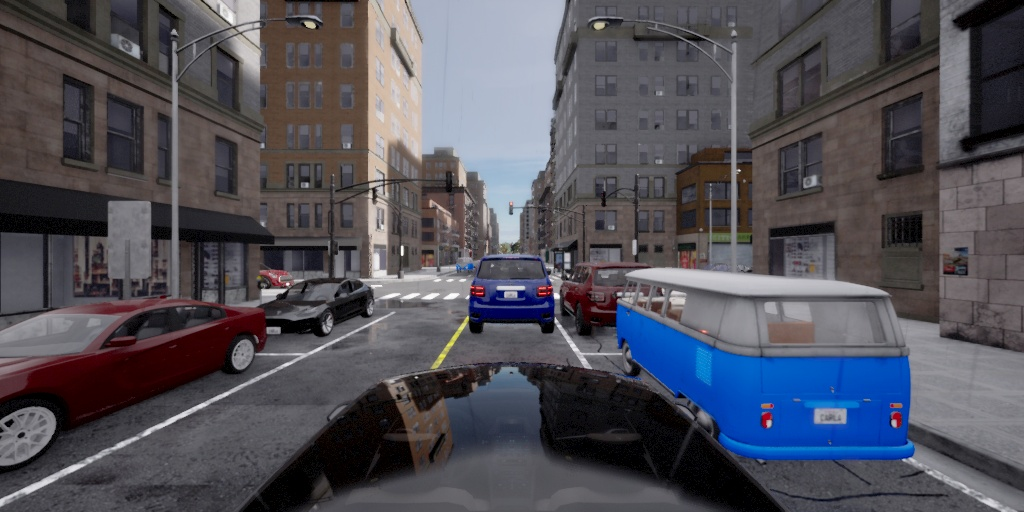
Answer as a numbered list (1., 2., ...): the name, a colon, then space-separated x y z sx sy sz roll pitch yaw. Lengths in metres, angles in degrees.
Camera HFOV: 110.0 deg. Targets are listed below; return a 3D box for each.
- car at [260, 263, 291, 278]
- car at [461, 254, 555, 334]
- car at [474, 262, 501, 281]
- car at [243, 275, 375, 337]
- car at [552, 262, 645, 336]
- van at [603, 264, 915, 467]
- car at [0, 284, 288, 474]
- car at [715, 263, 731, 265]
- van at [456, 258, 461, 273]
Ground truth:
1. car: -16.095 1.166 22.136 4.553 1.767 2.097 0 0 0
2. car: 0.031 0.972 10.829 2.150 2.045 5.566 0 0 1
3. car: -2.194 1.275 31.072 1.812 1.442 4.674 0 0 -11
4. car: -5.414 1.316 10.298 1.948 1.339 4.313 0 0 0
5. car: 2.611 1.065 10.329 2.192 1.841 5.009 0 0 0
6. van: 2.632 1.091 4.818 1.690 1.789 3.998 0 0 0
7. car: -5.393 1.295 4.787 1.888 1.381 4.507 0 0 0
8. car: 14.672 1.226 25.250 5.357 1.411 2.033 0 0 0
9. van: -5.557 1.089 42.262 1.690 1.789 3.998 0 0 0
